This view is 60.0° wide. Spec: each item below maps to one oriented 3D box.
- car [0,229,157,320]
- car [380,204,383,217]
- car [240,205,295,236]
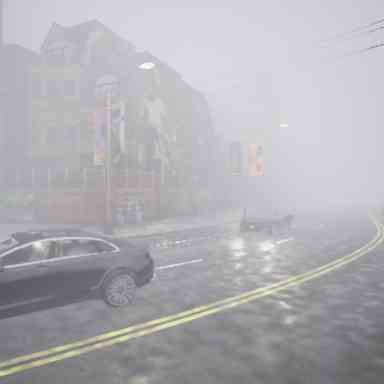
[{"bbox_3d":[-3.033,1.512,6.342,4.902,1.511,2.128,0,0,-38],"label":"car"},{"bbox_3d":[19.616,1.593,32.488,1.837,1.490,4.892,0,0,26],"label":"car"},{"bbox_3d":[4.449,1.533,19.179,1.882,1.535,5.008,0,0,33],"label":"car"}]
